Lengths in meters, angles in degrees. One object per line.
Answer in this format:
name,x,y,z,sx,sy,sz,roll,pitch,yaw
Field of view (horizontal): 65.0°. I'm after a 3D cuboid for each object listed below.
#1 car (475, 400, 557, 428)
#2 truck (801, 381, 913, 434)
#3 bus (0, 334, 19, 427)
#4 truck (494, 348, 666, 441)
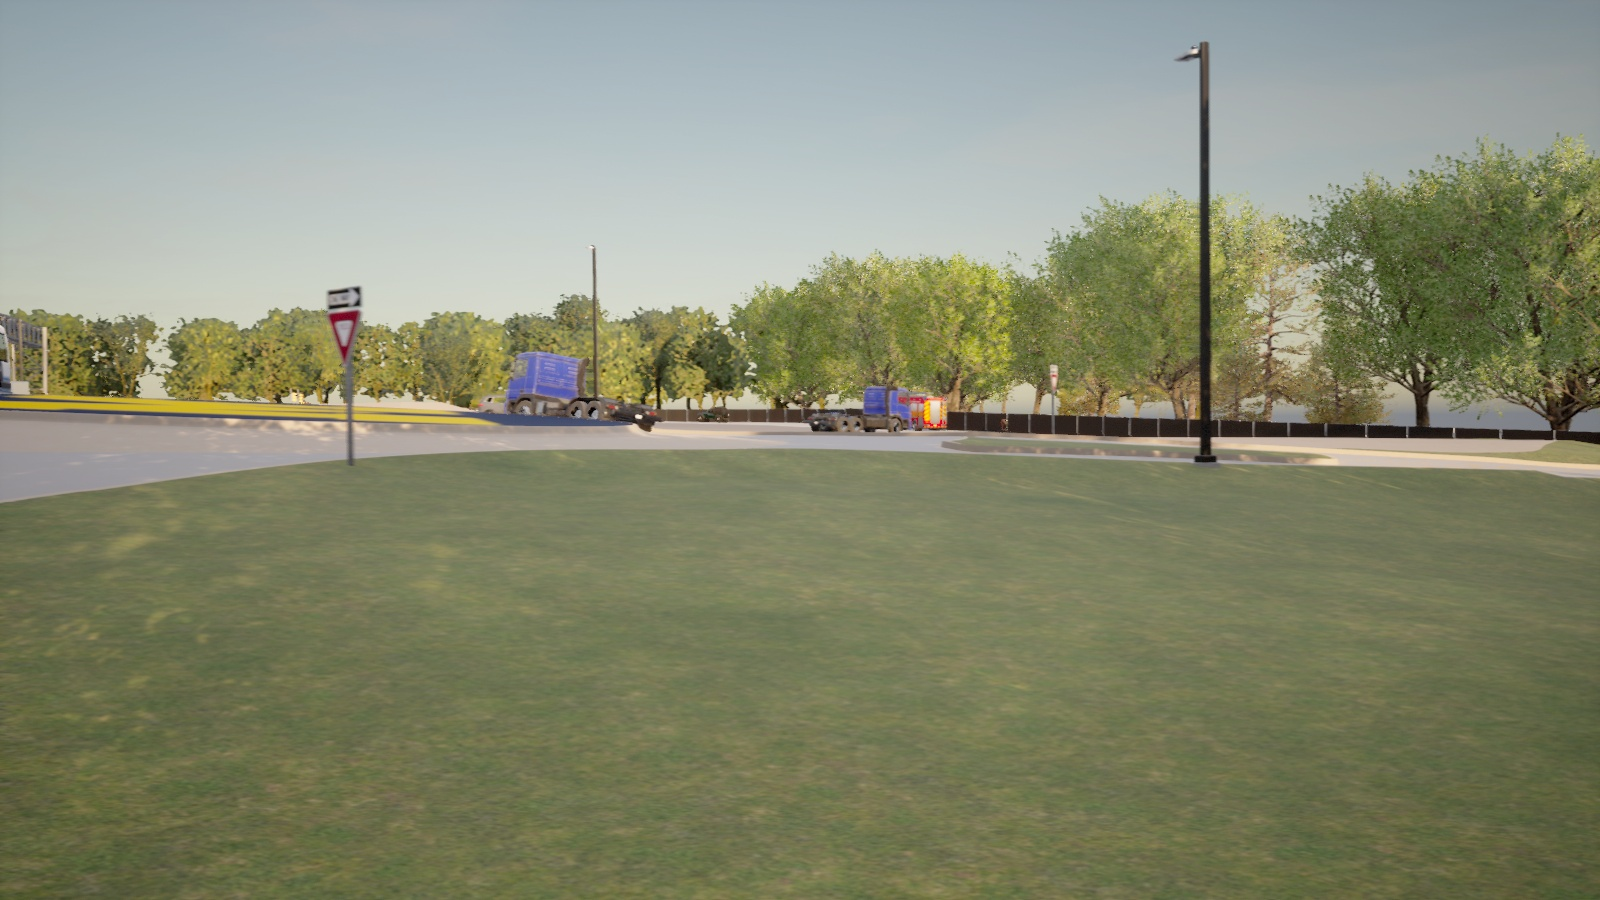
car,-17.454,-2.232,77.390,4.611,1.667,2.242,0,1,-1
truck,3.986,-2.886,86.838,7.936,3.462,2.891,0,2,-42
bus,-38.624,-3.233,56.588,3.944,4.253,10.273,-2,1,-22
truck,-9.599,-2.311,54.170,7.936,3.462,2.891,1,-4,44
